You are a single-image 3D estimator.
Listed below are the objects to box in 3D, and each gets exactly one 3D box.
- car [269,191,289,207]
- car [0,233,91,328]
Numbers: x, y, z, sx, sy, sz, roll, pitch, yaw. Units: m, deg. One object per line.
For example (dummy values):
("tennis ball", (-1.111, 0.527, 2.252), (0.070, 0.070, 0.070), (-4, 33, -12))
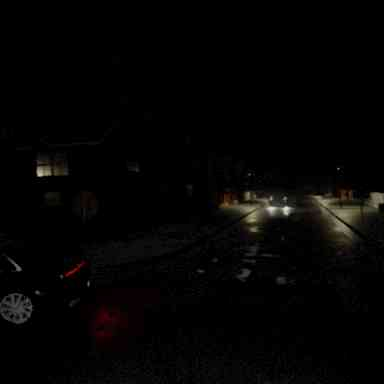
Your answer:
("car", (10.234, 0.702, 39.138), (2.097, 1.767, 4.553), (-1, 1, 18))
("car", (-4.464, 1.627, 6.266), (4.892, 1.490, 1.837), (-2, 6, -8))
